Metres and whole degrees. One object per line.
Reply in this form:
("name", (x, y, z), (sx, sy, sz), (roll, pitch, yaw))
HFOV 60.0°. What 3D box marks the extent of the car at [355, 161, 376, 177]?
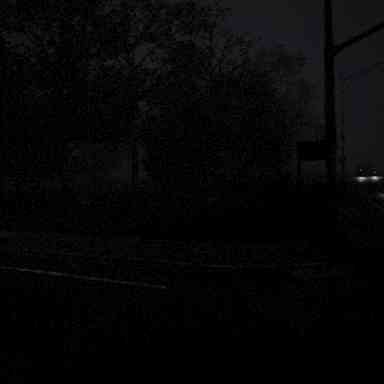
("car", (24.193, -3.260, 46.546), (2.150, 2.045, 5.566), (-1, 4, 22))
